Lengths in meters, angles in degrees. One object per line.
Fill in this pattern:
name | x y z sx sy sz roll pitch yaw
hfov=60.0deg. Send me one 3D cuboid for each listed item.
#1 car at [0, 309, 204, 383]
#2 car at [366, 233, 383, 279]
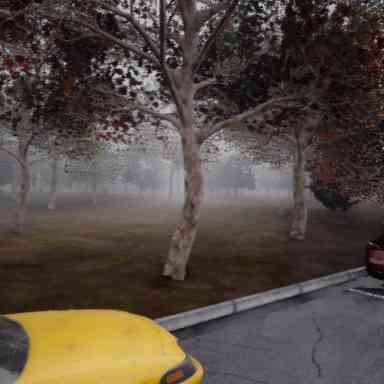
car | -2.433 1.477 2.313 5.366 1.575 1.946 0 0 -33
car | 6.507 1.509 8.699 4.792 1.488 2.163 0 0 -33
